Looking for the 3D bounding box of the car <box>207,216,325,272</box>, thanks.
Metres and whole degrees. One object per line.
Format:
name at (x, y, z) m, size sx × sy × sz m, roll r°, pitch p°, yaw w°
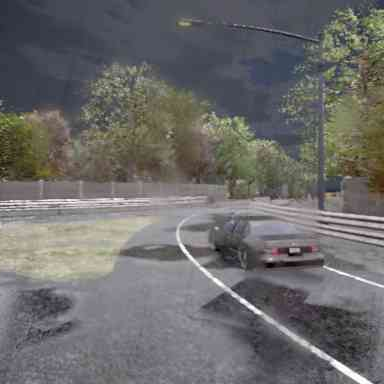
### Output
car at (1.995, 1.473, 10.663) m, size 2.033 × 1.411 × 5.357 m, roll 0°, pitch 0°, yaw -12°
